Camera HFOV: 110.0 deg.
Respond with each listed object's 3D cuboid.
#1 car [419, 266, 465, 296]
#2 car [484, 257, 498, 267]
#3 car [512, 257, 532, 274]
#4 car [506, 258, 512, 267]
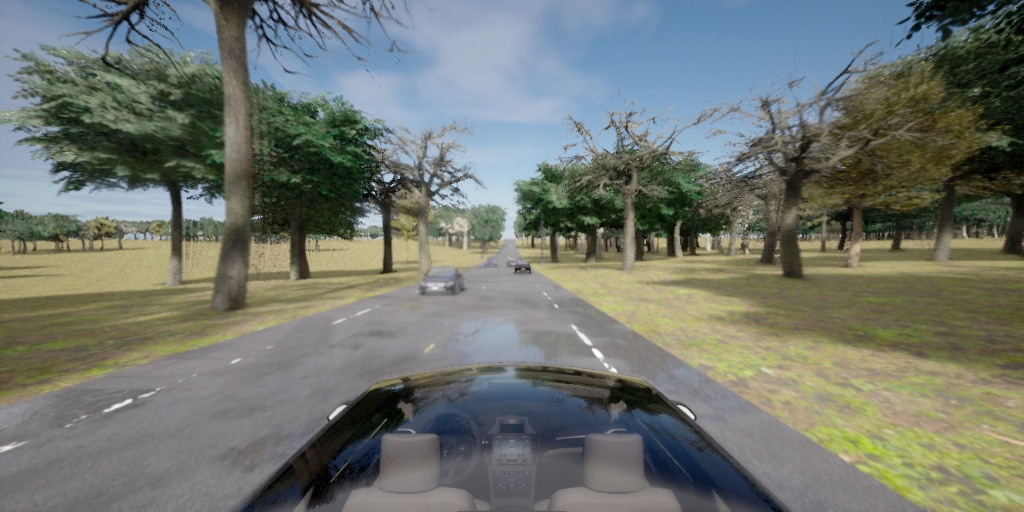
[{"bbox_3d":[-3.600,1.259,19.184,1.812,1.442,4.674,0,0,0],"label":"car"},{"bbox_3d":[-3.553,0.966,61.142,2.097,1.767,4.553,0,1,0],"label":"car"},{"bbox_3d":[1.202,1.221,40.958,1.882,1.535,5.008,0,0,0],"label":"car"},{"bbox_3d":[-0.015,1.090,62.527,2.128,1.511,4.902,0,1,0],"label":"car"}]
